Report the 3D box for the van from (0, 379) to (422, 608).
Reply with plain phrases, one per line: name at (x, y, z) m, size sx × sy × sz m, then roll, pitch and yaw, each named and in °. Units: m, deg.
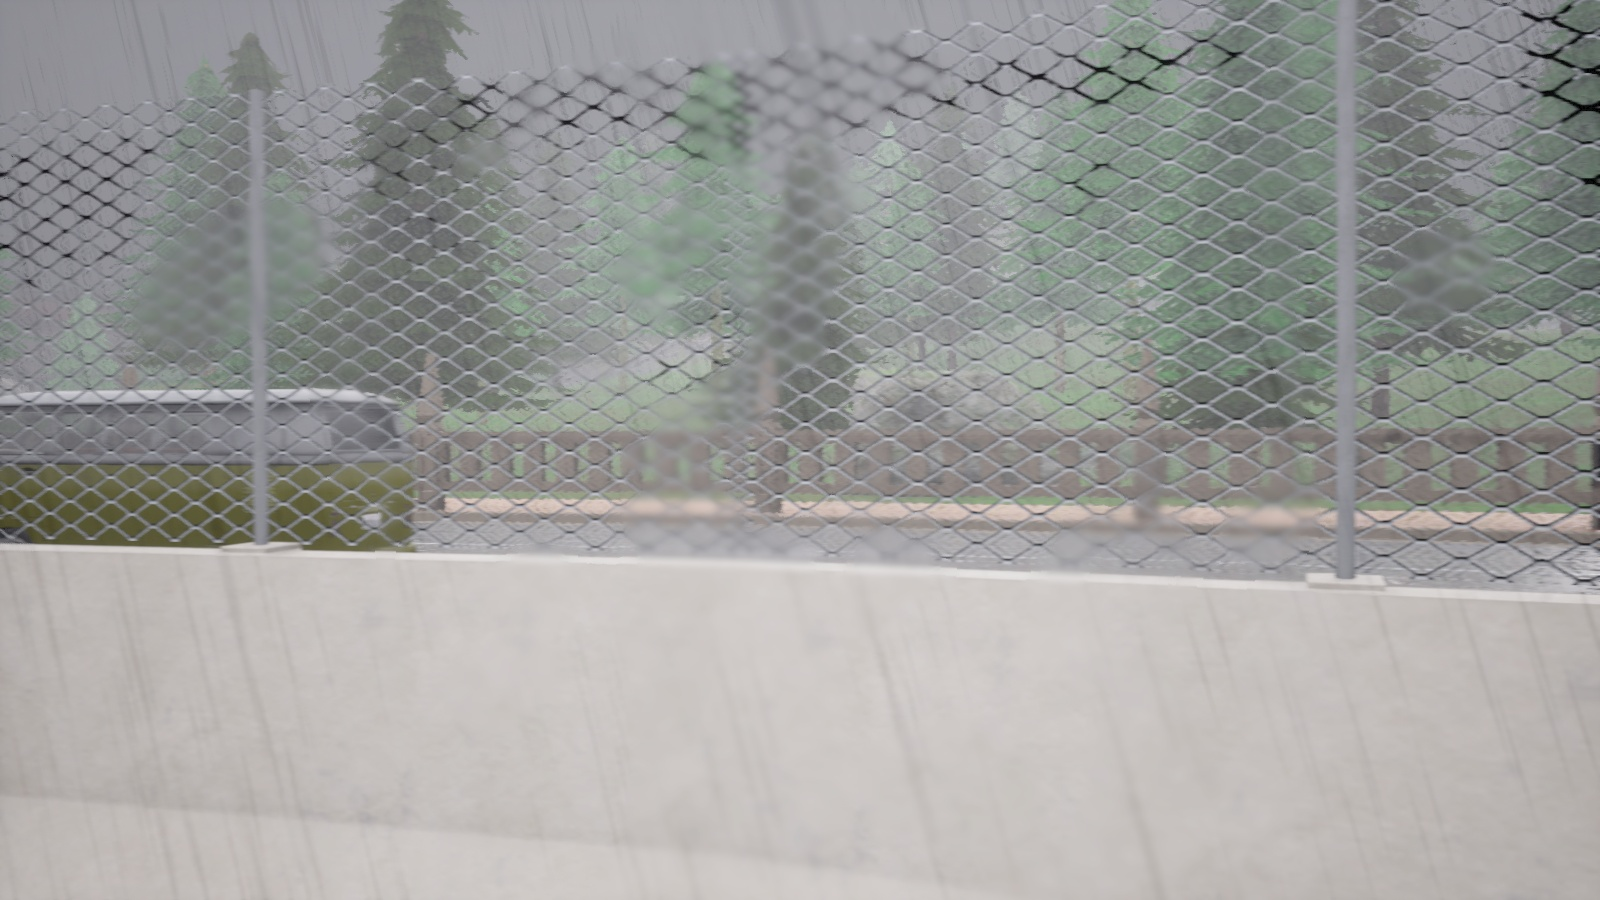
van at (-6.160, 0.354, 12.272) m, size 4.442 × 1.987 × 1.775 m, roll 0°, pitch 1°, yaw 14°
